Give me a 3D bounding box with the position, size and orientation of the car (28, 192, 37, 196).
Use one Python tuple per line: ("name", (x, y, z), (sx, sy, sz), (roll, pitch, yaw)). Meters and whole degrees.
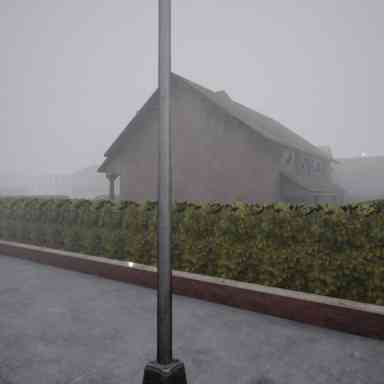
("car", (-33.519, 0.973, 70.191), (3.866, 1.878, 1.905), (0, 0, 36))
